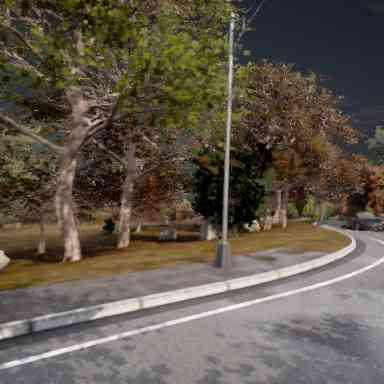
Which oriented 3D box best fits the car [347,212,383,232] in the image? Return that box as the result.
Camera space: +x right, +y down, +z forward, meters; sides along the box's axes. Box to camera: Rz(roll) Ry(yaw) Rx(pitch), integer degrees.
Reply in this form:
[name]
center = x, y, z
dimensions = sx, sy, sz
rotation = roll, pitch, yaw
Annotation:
[car]
center = 14.537, 2.475, 28.187
dimensions = 1.837, 1.490, 4.892
rotation = 0, -2, 12
